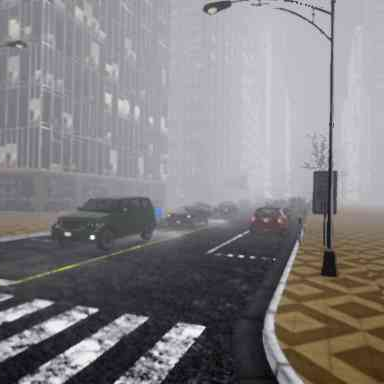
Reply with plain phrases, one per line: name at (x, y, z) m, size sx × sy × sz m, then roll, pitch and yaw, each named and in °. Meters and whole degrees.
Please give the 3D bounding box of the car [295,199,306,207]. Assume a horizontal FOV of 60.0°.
car at (20.407, 2.038, 62.387) m, size 1.752 × 1.417 × 4.829 m, roll 1°, pitch 0°, yaw 20°

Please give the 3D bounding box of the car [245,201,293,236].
car at (4.614, 1.561, 19.526) m, size 1.967 × 1.590 × 4.097 m, roll 1°, pitch 0°, yaw 20°

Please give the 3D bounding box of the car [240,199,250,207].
car at (8.536, 1.864, 54.500) m, size 1.947 × 1.339 × 4.313 m, roll 1°, pitch 0°, yaw 20°

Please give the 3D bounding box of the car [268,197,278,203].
car at (22.405, 2.195, 91.829) m, size 2.008 × 1.369 × 4.403 m, roll 1°, pitch 0°, yaw 20°

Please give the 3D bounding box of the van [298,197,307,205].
van at (24.315, 1.951, 72.893) m, size 1.690 × 1.788 × 3.998 m, roll 1°, pitch 0°, yaw 20°

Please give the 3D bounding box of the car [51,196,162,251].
car at (-3.532, 1.198, 14.588) m, size 2.150 × 2.045 × 5.566 m, roll 1°, pitch 0°, yaw 20°

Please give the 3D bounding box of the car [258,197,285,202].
car at (10.080, 1.772, 42.052) m, size 2.128 × 1.511 × 4.902 m, roll 1°, pitch 0°, yaw 20°

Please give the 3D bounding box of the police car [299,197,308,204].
police car at (28.092, 2.132, 84.017) m, size 1.930 × 1.638 × 5.238 m, roll 1°, pitch 0°, yaw 20°

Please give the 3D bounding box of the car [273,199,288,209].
car at (14.253, 1.889, 53.270) m, size 1.837 × 1.490 × 4.892 m, roll 1°, pitch 0°, yaw 20°

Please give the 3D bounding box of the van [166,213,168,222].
van at (-3.460, 1.344, 22.549) m, size 1.690 × 1.788 × 3.998 m, roll 1°, pitch 0°, yaw 20°

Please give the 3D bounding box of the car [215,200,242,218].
car at (3.209, 1.743, 32.714) m, size 1.895 × 1.301 × 4.718 m, roll 1°, pitch 0°, yaw 20°

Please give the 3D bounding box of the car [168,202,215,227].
car at (-0.136, 1.660, 23.736) m, size 1.895 × 1.301 × 4.718 m, roll 1°, pitch 0°, yaw 20°

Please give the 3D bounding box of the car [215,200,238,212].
car at (4.572, 1.766, 43.834) m, size 1.947 × 1.339 × 4.313 m, roll 1°, pitch 0°, yaw 20°

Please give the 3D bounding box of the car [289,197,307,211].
car at (14.408, 1.679, 46.230) m, size 2.192 × 1.841 × 5.009 m, roll 1°, pitch 0°, yaw 20°

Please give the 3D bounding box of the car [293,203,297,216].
car at (6.539, 1.734, 24.878) m, size 1.947 × 1.339 × 4.313 m, roll 1°, pitch 0°, yaw 20°

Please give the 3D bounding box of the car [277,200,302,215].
car at (10.439, 1.847, 35.565) m, size 1.802 × 1.307 × 4.206 m, roll 1°, pitch 0°, yaw 20°

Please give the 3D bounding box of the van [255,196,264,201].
van at (14.485, 1.787, 70.498) m, size 1.690 × 1.788 × 3.998 m, roll 1°, pitch 0°, yaw 20°

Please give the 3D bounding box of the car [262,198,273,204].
car at (18.442, 2.111, 81.164) m, size 1.947 × 1.339 × 4.313 m, roll 1°, pitch 0°, yaw 20°
